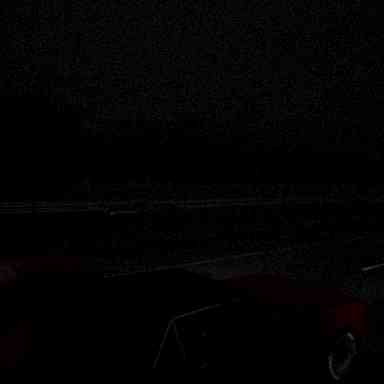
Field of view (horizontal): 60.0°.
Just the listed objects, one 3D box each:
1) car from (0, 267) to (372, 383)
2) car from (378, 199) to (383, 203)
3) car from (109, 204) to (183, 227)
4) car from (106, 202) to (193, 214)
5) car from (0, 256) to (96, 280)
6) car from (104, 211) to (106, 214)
[{"bbox_3d":[-0.005,1.589,3.727,4.718,1.301,1.895,0,0,-35],"label":"car"},{"bbox_3d":[29.799,1.413,49.482,5.357,1.411,2.033,0,0,-32],"label":"car"},{"bbox_3d":[-3.154,1.546,23.151,4.718,1.301,1.895,0,0,-35],"label":"car"},{"bbox_3d":[-2.155,1.429,19.575,5.008,1.535,1.882,0,0,-35],"label":"car"},{"bbox_3d":[-3.817,1.600,5.312,4.718,1.301,1.895,0,0,-35],"label":"car"},{"bbox_3d":[-4.281,1.487,26.637,5.357,1.411,2.033,0,0,-35],"label":"car"}]
